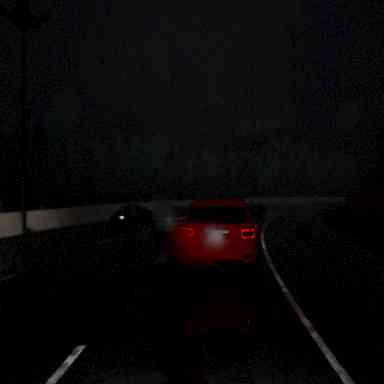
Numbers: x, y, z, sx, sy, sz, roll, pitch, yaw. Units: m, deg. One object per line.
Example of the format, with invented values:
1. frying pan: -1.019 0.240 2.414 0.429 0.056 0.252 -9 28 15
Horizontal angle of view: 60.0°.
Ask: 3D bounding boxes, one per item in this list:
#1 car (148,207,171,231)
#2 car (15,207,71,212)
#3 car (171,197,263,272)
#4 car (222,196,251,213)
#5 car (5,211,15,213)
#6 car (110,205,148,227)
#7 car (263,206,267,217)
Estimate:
1. car: -0.836 1.552 20.022 1.994 1.385 4.181 0 0 12
2. car: -10.533 1.495 25.529 2.033 1.411 5.357 0 0 15
3. car: 0.965 1.220 11.007 2.150 2.045 5.566 0 0 7
4. car: 5.043 1.355 37.308 2.097 1.767 4.553 0 0 23
5. car: -14.233 1.497 25.096 1.994 1.385 4.181 0 0 14
6. car: -3.854 1.538 22.499 1.994 1.385 4.181 0 0 14
7. car: 5.436 1.609 29.182 1.895 1.301 4.718 0 0 20
